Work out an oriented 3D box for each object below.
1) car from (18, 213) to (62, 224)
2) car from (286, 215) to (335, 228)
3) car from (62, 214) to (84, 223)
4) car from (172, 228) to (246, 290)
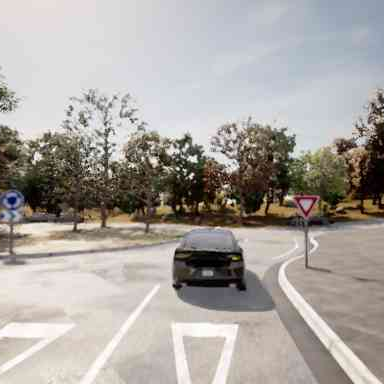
[{"bbox_3d":[-20.533,3.572,44.485,4.902,1.511,2.128,0,-3,-14],"label":"car"},{"bbox_3d":[12.437,3.093,35.181,4.718,1.301,1.895,-2,-3,-4],"label":"car"},{"bbox_3d":[-17.892,3.815,48.190,4.181,1.385,1.994,0,-3,-5],"label":"car"},{"bbox_3d":[0.577,1.848,10.195,1.882,1.535,5.008,0,-3,5],"label":"car"}]
